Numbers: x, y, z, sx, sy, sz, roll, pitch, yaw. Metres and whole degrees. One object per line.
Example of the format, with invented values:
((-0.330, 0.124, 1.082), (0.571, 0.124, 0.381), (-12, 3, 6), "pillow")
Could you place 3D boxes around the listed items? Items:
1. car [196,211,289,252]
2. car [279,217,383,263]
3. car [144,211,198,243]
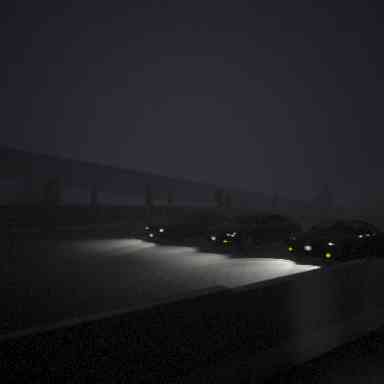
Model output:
((2.828, 1.639, 14.606), (4.892, 1.490, 1.837), (1, -1, -36), "car")
((5.469, 1.710, 12.190), (4.181, 1.385, 1.994), (1, -1, -35), "car")
((0.274, 1.672, 17.082), (5.357, 1.411, 2.033), (1, -1, -35), "car")
